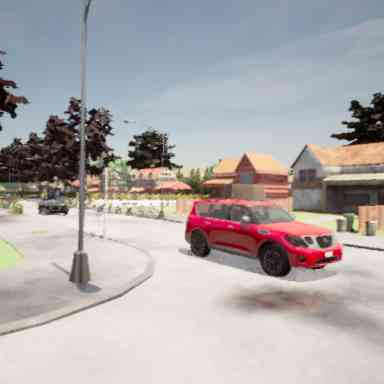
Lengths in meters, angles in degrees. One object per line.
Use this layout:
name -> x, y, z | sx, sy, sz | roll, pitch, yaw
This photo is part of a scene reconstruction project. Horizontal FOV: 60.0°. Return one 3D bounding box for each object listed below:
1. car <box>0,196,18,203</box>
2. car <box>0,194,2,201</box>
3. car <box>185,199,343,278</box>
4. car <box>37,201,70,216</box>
car -> -28.991, 1.298, 52.885 | 1.994, 1.385, 4.181 | 1, 0, -36
car -> -41.000, 1.135, 69.153 | 2.128, 1.511, 4.902 | 1, 0, -36
car -> 1.971, 1.279, 10.957 | 2.150, 2.045, 5.566 | 1, 0, -36
car -> -13.067, 1.501, 31.317 | 1.895, 1.301, 4.718 | 1, 0, -36
